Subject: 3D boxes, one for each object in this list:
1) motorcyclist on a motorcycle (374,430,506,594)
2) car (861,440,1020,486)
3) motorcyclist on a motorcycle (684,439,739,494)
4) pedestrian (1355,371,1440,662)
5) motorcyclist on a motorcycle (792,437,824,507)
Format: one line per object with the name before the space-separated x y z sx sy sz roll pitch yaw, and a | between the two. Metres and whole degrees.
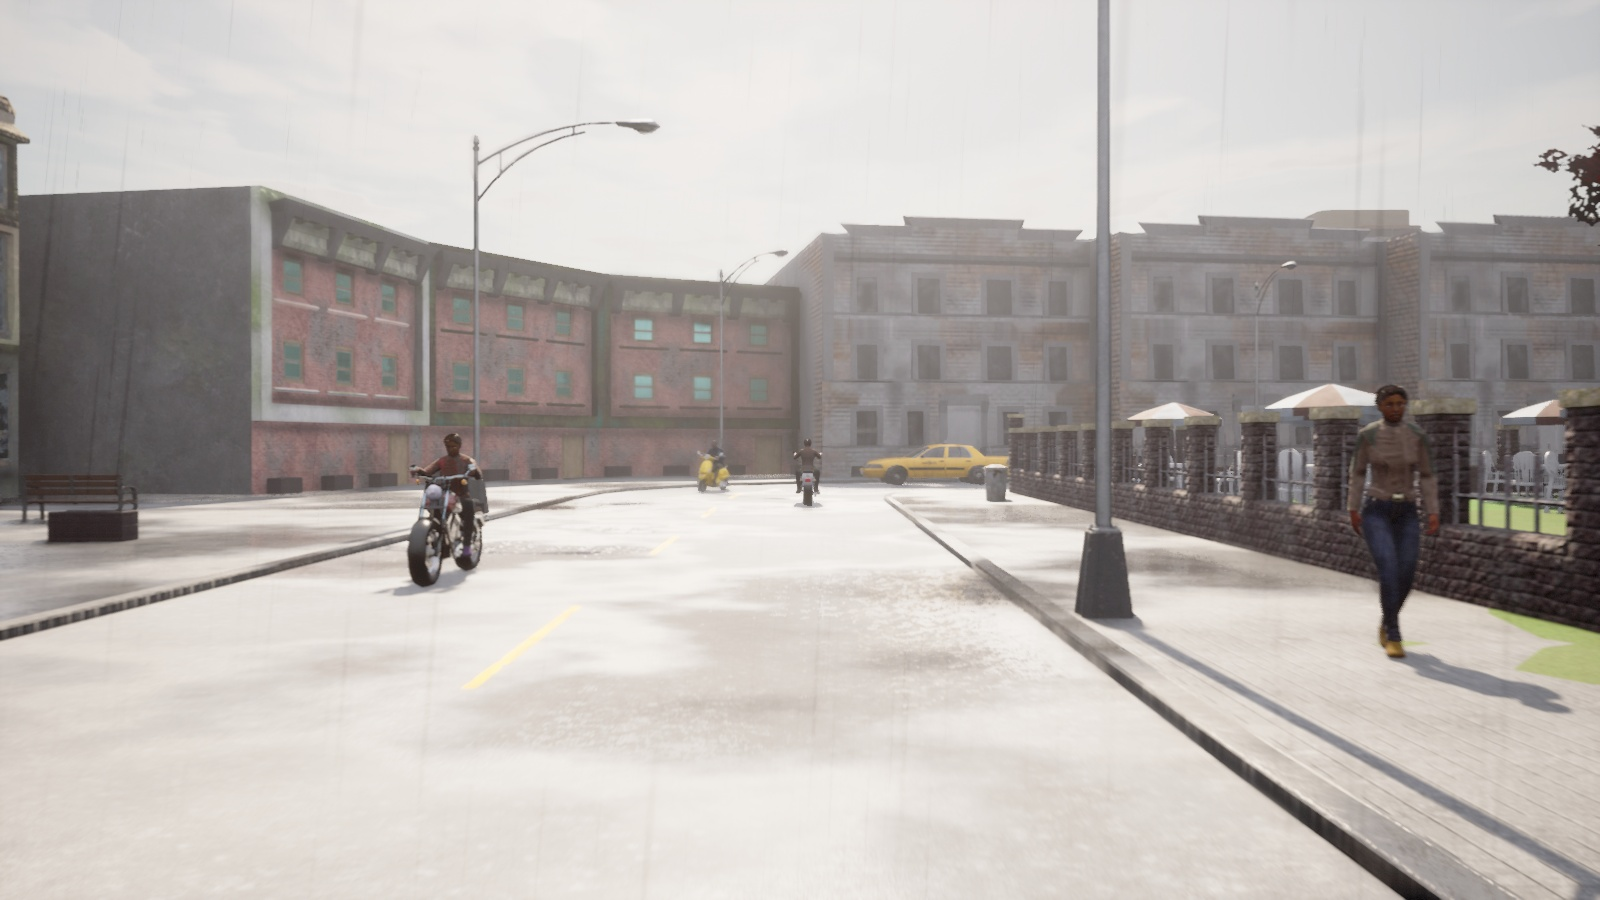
motorcyclist on a motorcycle | -3.904 0.616 13.841 0.766 1.649 2.350 0 0 0
car | 4.950 0.439 44.678 5.366 1.575 1.801 0 1 -6
motorcyclist on a motorcycle | -2.688 0.484 38.205 0.866 1.590 1.817 2 1 24
pedestrian | 3.910 0.413 8.249 0.328 1.805 0.869 0 0 14
motorcyclist on a motorcycle | 0.192 0.523 30.823 0.766 1.649 2.350 0 0 0
